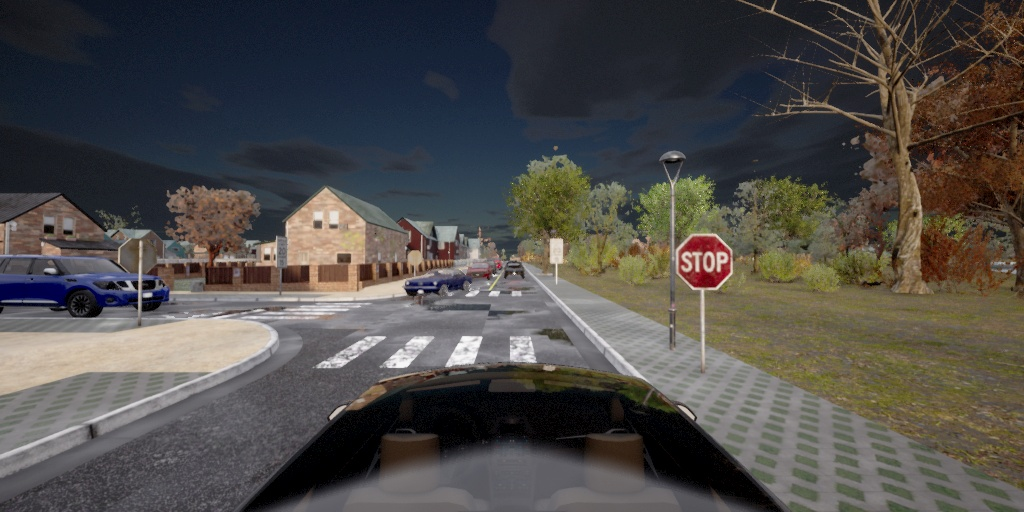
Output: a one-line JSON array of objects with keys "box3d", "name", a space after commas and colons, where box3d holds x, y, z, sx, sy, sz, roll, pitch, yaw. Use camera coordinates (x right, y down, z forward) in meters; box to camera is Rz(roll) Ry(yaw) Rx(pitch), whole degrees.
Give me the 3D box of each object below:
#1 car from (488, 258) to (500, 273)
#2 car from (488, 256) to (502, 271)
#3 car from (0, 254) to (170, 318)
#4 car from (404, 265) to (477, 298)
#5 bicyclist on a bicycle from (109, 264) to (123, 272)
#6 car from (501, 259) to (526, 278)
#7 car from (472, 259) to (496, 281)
[{"box3d": [-2.705, 1.315, 42.012, 1.837, 1.490, 4.892, 0, 0, 0], "name": "car"}, {"box3d": [-2.641, 1.064, 52.689, 2.150, 2.045, 5.566, 0, 0, 1], "name": "car"}, {"box3d": [-15.073, 0.975, 12.223, 5.566, 2.045, 2.150, 0, -1, 2], "name": "car"}, {"box3d": [-3.751, 1.371, 19.049, 1.895, 1.301, 4.718, -1, 0, 15], "name": "car"}, {"box3d": [-20.177, 1.217, 18.257, 0.582, 1.620, 1.656, 0, -1, 2], "name": "bicyclist on a bicycle"}, {"box3d": [0.211, 1.296, 34.318, 1.837, 1.490, 4.892, 0, 0, 0], "name": "car"}, {"box3d": [-2.745, 1.262, 31.265, 1.882, 1.535, 5.008, 0, 0, 0], "name": "car"}]
